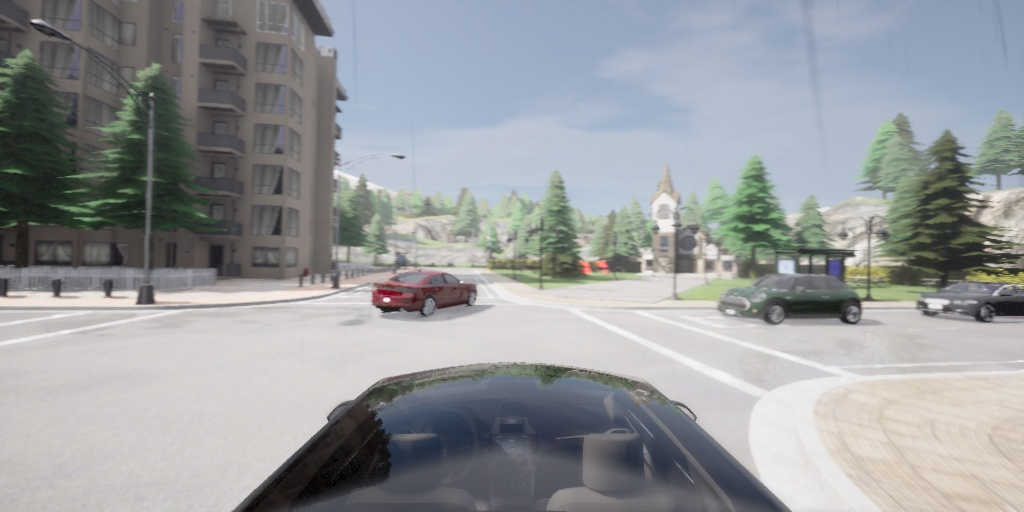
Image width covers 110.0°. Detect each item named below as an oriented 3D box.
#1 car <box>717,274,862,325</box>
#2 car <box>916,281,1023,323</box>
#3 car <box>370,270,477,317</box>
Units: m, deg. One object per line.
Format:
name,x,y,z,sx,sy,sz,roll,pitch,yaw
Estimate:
car,9.980,1.442,13.083,4.553,1.767,2.097,1,-1,-9
car,19.127,1.789,14.503,4.902,1.511,2.128,1,-1,-9
car,-3.078,1.291,13.696,1.882,1.535,5.008,2,0,22
